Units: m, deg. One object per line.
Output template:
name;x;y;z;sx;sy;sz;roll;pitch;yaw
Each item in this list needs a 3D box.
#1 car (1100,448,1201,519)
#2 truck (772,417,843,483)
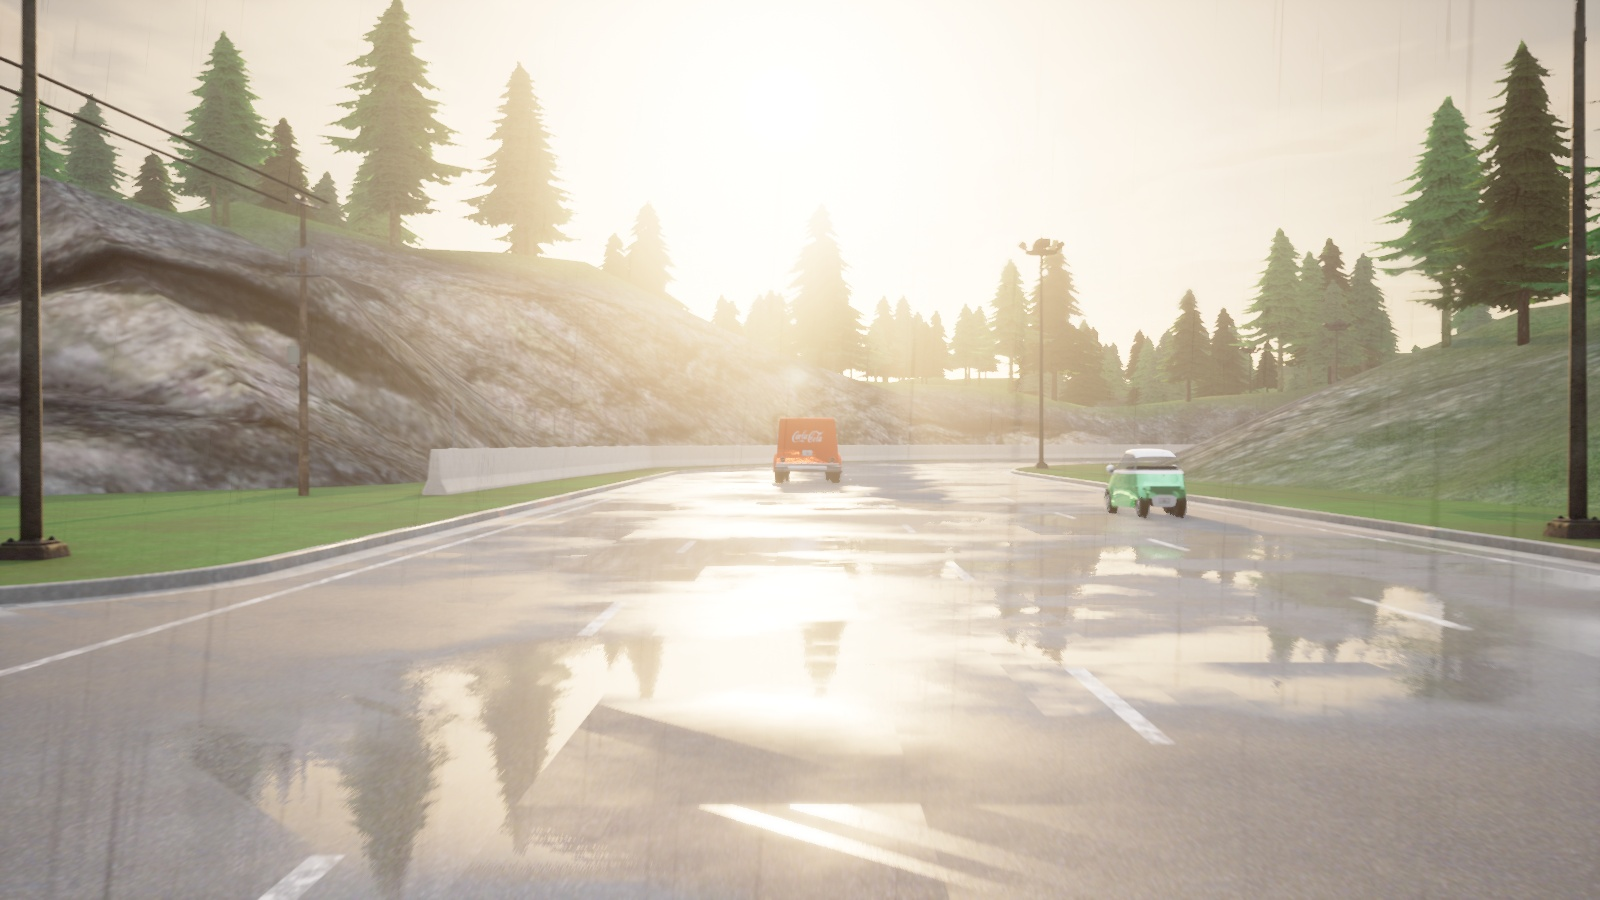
car;7.162;0.661;25.819;1.481;1.376;2.207;0;1;0
truck;0.294;-0.016;49.010;2.627;2.467;5.204;0;0;0
